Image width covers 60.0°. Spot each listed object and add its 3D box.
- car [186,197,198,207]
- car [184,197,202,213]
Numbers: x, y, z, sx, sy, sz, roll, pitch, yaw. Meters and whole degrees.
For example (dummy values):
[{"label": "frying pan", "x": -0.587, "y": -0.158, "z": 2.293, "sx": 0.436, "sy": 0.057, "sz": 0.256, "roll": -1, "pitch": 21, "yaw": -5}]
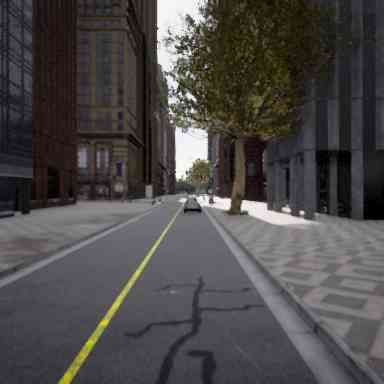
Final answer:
[{"label": "car", "x": 0.017, "y": 1.509, "z": 53.088, "sx": 1.837, "sy": 1.490, "sz": 4.892, "roll": 0, "pitch": 0, "yaw": 0}, {"label": "car", "x": 0.069, "y": 1.566, "z": 37.482, "sx": 1.994, "sy": 1.385, "sz": 4.181, "roll": 0, "pitch": 0, "yaw": 0}]
